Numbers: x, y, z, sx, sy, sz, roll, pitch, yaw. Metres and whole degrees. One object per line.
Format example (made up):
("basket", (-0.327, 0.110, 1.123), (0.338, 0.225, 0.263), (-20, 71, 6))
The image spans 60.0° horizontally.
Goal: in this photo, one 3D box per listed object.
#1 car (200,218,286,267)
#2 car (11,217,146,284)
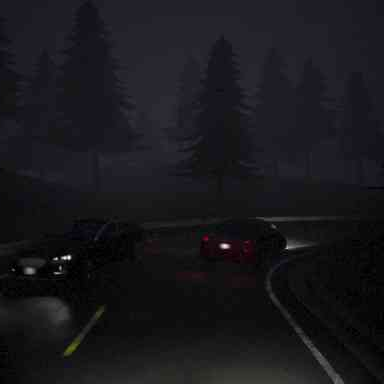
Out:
("car", (1.923, 1.606, 11.777), (1.994, 1.385, 4.181), (0, 0, 27))
("car", (-3.010, 1.530, 9.882), (2.128, 1.511, 4.902), (0, 0, 16))
